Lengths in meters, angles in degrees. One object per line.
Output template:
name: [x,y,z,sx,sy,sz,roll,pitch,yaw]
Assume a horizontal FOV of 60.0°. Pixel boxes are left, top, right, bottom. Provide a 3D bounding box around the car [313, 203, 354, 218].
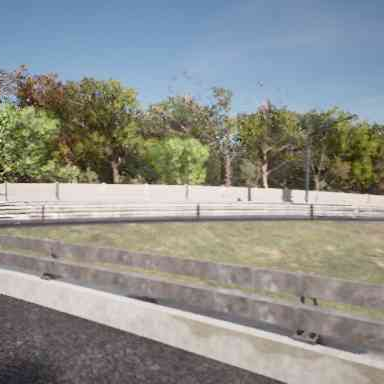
car: [15.170,1.993,35.861,4.902,1.511,2.128,3,-1,-20]
